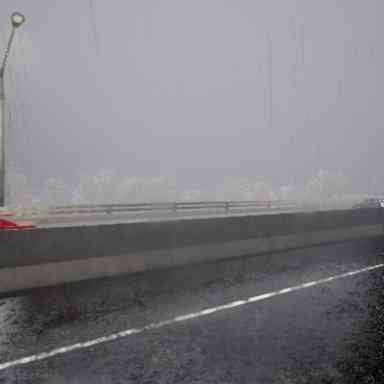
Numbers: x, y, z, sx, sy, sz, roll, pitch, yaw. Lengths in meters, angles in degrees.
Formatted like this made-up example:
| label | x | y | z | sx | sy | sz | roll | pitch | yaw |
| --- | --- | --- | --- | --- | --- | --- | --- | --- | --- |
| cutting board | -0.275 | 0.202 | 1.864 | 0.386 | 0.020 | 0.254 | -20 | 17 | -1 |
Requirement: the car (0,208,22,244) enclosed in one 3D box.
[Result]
| label | x | y | z | sx | sy | sz | roll | pitch | yaw |
| --- | --- | --- | --- | --- | --- | --- | --- | --- | --- |
| car | -9.933 | 1.521 | 14.095 | 4.674 | 1.442 | 1.812 | 0 | 0 | -35 |

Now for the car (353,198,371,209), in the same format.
| label | x | y | z | sx | sy | sz | roll | pitch | yaw |
| --- | --- | --- | --- | --- | --- | --- | --- | --- | --- |
| car | 21.777 | 1.443 | 40.367 | 5.357 | 1.411 | 2.033 | 0 | 0 | -34 |

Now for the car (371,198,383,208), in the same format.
| label | x | y | z | sx | sy | sz | roll | pitch | yaw |
| --- | --- | --- | --- | --- | --- | --- | --- | --- | --- |
| car | 7.387 | 1.186 | 8.953 | 5.566 | 2.045 | 2.150 | 0 | 0 | -35 |

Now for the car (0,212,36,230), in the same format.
| label | x | y | z | sx | sy | sz | roll | pitch | yaw |
| --- | --- | --- | --- | --- | --- | --- | --- | --- | --- |
| car | -7.933 | 1.474 | 11.221 | 5.008 | 1.535 | 1.882 | 0 | 0 | -35 |

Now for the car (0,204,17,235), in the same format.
| label | x | y | z | sx | sy | sz | roll | pitch | yaw |
| --- | --- | --- | --- | --- | --- | --- | --- | --- | --- |
| car | -11.884 | 1.472 | 17.002 | 5.008 | 1.535 | 1.882 | 0 | 0 | -35 |
